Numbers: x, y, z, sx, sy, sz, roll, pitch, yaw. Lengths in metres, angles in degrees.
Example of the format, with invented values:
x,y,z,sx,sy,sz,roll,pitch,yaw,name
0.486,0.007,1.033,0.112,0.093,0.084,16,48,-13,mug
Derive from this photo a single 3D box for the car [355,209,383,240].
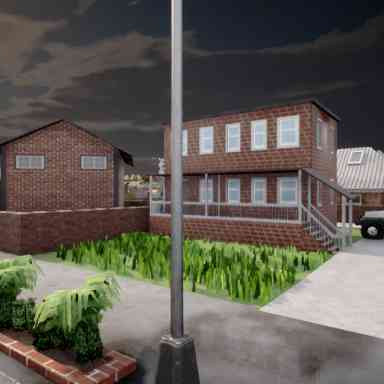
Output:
x,y,z,sx,sy,sz,roll,pitch,yaw,name
8.443,0.973,12.627,3.866,1.878,1.905,0,0,36,car
